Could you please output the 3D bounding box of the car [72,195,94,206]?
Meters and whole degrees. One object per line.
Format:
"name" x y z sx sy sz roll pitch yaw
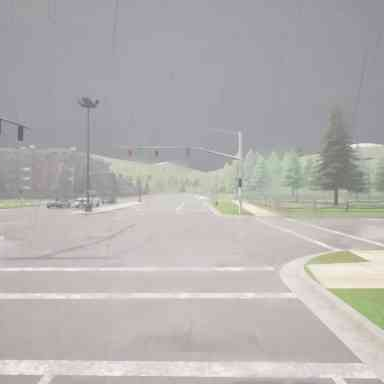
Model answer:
"car" -18.503 1.351 56.722 2.097 1.767 4.553 0 0 0

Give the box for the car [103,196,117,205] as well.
"car" -14.970 1.490 60.130 2.128 1.511 4.902 0 0 1

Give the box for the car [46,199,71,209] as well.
"car" -18.547 1.601 46.397 1.895 1.301 4.718 0 0 0

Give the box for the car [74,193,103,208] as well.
"car" -15.043 1.221 48.129 2.150 2.045 5.566 0 0 0
